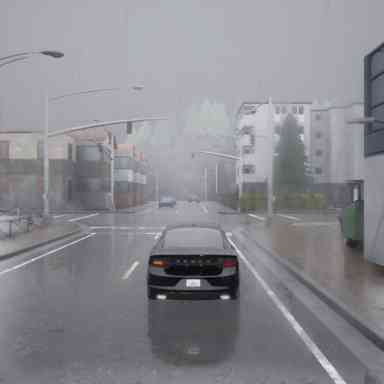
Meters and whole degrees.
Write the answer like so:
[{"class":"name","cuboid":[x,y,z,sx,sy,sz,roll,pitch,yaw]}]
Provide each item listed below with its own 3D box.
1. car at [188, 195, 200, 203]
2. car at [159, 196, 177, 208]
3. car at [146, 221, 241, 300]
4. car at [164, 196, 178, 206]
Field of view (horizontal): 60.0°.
[{"class":"car","cuboid":[0.470,1.353,69.707,2.097,1.767,4.553,0,0,7]},{"class":"car","cuboid":[-3.609,1.477,47.401,1.882,1.535,5.008,0,0,0]},{"class":"car","cuboid":[0.047,1.478,8.434,1.882,1.535,5.008,0,0,1]},{"class":"car","cuboid":[-3.591,1.491,57.752,2.128,1.511,4.902,0,0,0]}]
